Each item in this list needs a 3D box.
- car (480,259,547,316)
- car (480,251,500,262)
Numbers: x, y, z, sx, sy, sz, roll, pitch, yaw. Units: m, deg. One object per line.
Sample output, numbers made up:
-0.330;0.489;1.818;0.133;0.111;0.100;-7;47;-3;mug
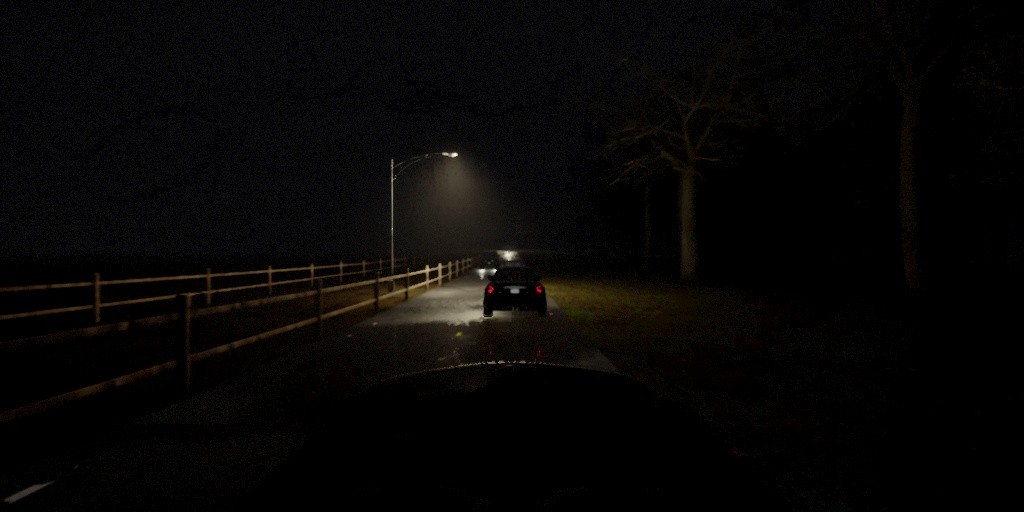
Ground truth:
0.097;1.130;13.639;2.097;1.767;4.553;0;0;0;car
-2.753;0.416;45.590;2.150;2.045;5.566;0;1;0;car
